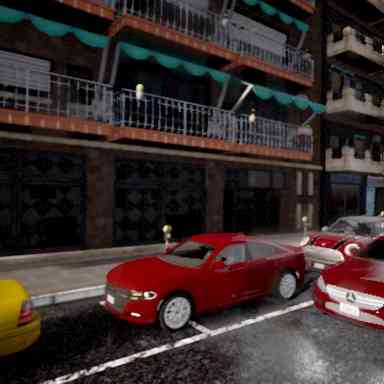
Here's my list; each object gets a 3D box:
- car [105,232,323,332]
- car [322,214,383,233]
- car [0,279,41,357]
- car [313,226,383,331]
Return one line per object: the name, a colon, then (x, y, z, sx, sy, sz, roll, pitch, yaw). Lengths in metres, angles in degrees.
car: (0.475, 1.568, 6.883, 4.507, 1.381, 1.887, 0, 1, -35)
car: (5.088, 1.493, 10.169, 4.097, 1.590, 1.967, 0, 1, -35)
car: (-4.273, 1.518, 3.500, 4.829, 1.417, 1.752, 0, 1, -35)
car: (4.330, 1.563, 6.479, 4.674, 1.442, 1.812, 0, 0, -35)
